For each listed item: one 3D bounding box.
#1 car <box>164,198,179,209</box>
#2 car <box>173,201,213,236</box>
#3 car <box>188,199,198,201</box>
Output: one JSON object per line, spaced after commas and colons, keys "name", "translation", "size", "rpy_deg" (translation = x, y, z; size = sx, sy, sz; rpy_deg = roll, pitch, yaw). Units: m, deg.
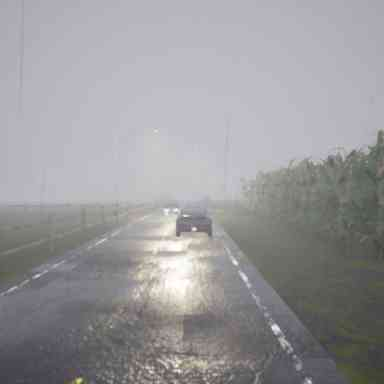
{"name": "car", "translation": [-2.748, 1.548, 45.863], "size": [1.994, 1.385, 4.181], "rpy_deg": [0, 0, 0]}
{"name": "car", "translation": [0.101, 1.498, 18.166], "size": [1.837, 1.490, 4.892], "rpy_deg": [0, 0, 0]}
{"name": "car", "translation": [0.103, 1.549, 40.625], "size": [1.994, 1.385, 4.181], "rpy_deg": [0, 0, 0]}
